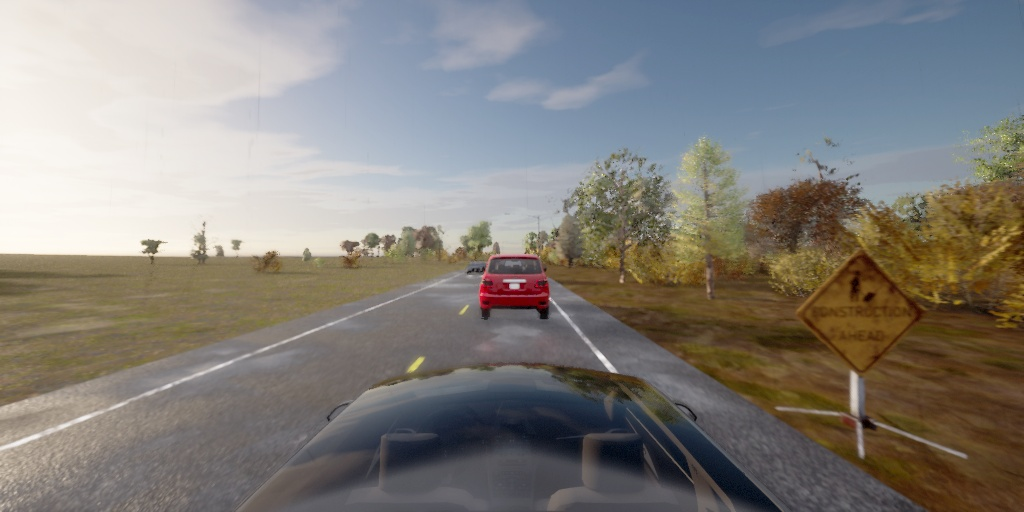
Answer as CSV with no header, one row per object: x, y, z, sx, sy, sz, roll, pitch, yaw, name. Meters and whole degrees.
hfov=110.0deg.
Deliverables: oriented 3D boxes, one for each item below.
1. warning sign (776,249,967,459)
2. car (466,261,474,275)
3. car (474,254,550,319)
3.551,0.860,3.681,1.300,1.860,1.060,0,0,0,warning sign
-3.587,1.208,37.042,1.994,1.385,4.181,0,0,0,car
0.102,0.943,12.882,2.150,2.045,5.566,0,0,1,car
